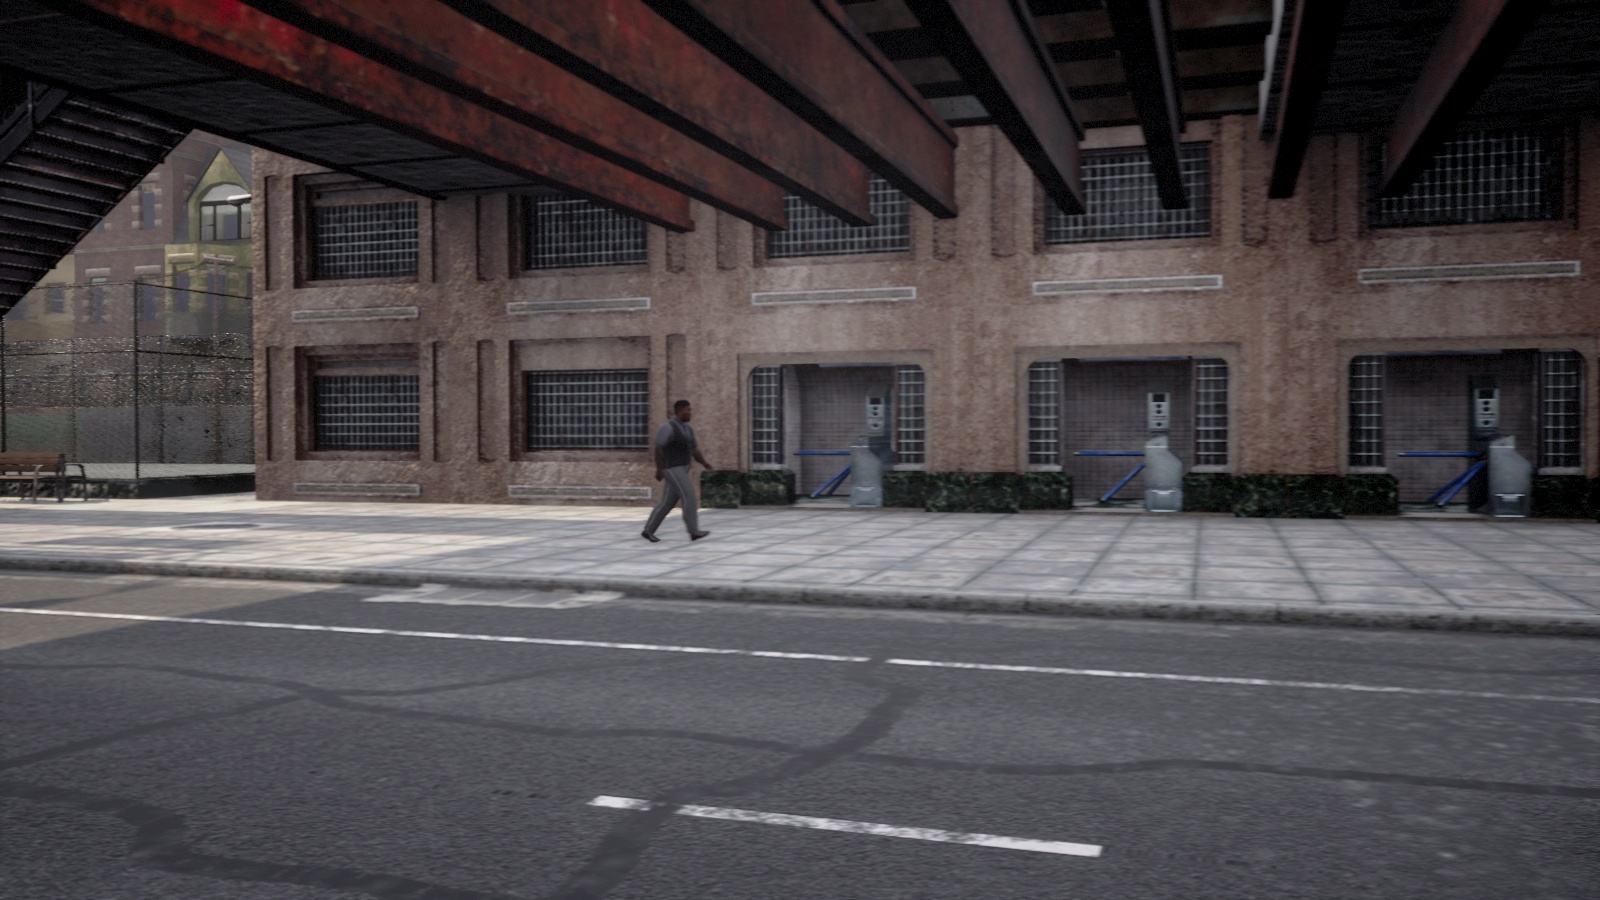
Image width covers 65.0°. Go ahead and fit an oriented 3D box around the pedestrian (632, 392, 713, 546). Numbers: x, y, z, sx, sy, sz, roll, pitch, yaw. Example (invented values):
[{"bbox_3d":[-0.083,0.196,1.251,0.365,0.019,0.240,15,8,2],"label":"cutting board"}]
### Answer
[{"bbox_3d":[-1.598,0.226,15.736,0.849,1.883,0.563,1,1,21],"label":"pedestrian"}]
